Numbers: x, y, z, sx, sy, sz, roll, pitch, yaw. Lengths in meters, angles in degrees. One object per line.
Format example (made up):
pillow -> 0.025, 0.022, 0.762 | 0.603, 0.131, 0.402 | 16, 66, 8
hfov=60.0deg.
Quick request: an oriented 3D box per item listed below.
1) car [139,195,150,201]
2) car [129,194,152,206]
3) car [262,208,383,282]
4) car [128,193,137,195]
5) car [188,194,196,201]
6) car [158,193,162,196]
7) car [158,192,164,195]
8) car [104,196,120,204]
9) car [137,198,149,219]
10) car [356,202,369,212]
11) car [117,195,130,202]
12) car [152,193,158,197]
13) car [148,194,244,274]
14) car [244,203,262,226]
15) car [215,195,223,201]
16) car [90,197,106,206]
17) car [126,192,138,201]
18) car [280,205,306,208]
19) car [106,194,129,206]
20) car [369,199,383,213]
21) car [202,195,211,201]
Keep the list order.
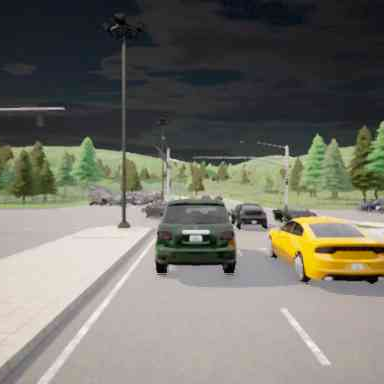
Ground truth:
car -> -11.507, 1.468, 80.293 | 1.994, 1.385, 4.181 | 0, 0, 0
car -> -8.070, 1.436, 52.669 | 2.128, 1.511, 4.902 | 0, 0, 0
car -> 3.597, 1.467, 9.706 | 1.882, 1.535, 5.008 | 0, 0, 0
car -> -11.507, 1.461, 61.290 | 1.812, 1.442, 4.674 | 0, 0, 0
car -> -0.005, 1.391, 82.201 | 1.882, 1.535, 5.008 | 0, 0, 0
car -> -8.008, 1.478, 70.258 | 1.994, 1.385, 4.181 | 0, 0, 0
car -> -8.006, 1.140, 80.749 | 2.150, 2.045, 5.566 | 0, 0, 0
car -> -15.007, 1.439, 62.427 | 1.837, 1.490, 4.892 | 0, 0, 0
car -> -2.394, 1.475, 27.047 | 1.837, 1.490, 4.892 | 3, -2, -34
car -> 20.832, 1.486, 36.992 | 4.674, 1.442, 1.812 | 0, 0, 1
car -> -15.008, 1.401, 72.815 | 1.882, 1.535, 5.008 | 0, 0, 0
car -> -8.007, 1.287, 61.749 | 2.097, 1.767, 4.553 | 0, 0, 0
car -> 0.099, 1.209, 10.674 | 2.150, 2.045, 5.566 | 0, 0, 0
car -> 3.598, 1.482, 21.643 | 1.837, 1.490, 4.892 | 0, 0, 0
car -> 7.033, 1.504, 86.543 | 1.895, 1.301, 4.718 | 0, 0, 1
car -> -15.059, 1.507, 53.755 | 1.994, 1.385, 4.181 | 0, 0, 0
car -> -14.996, 1.136, 83.357 | 2.150, 2.045, 5.566 | 0, 0, 0
car -> 7.098, 1.576, 23.689 | 1.895, 1.301, 4.718 | 0, 0, 0
car -> -11.615, 1.470, 52.325 | 1.812, 1.442, 4.674 | 0, 0, 1
car -> 21.115, 1.456, 33.488 | 4.902, 1.511, 2.128 | 0, 0, 1
car -> 3.494, 1.440, 80.924 | 2.128, 1.511, 4.902 | 0, 0, 0
